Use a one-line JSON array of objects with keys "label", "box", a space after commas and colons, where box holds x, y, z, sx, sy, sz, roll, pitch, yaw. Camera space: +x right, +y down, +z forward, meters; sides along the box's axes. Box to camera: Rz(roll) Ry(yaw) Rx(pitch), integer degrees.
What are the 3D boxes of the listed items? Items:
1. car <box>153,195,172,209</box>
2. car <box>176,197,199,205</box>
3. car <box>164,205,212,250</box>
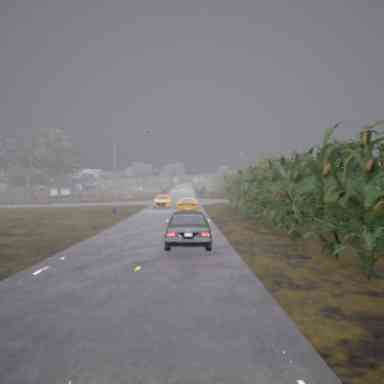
[{"label": "car", "box": [-3.379, 1.064, 38.564, 1.882, 1.535, 5.008, 0, 1, -1]}, {"label": "car", "box": [-0.406, 1.231, 30.690, 1.882, 1.535, 5.008, 0, 1, -1]}, {"label": "car", "box": [-0.164, 1.516, 14.100, 2.033, 1.411, 5.357, 0, 0, -1]}]
